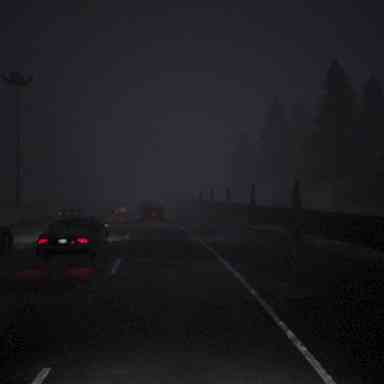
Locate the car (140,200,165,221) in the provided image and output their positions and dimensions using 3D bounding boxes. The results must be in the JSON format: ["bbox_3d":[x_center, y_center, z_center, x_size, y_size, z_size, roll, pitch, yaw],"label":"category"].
[{"bbox_3d":[-3.481,1.687,29.412,1.882,1.535,5.008,0,0,-9],"label":"car"}]

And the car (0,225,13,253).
[{"bbox_3d":[-7.829,1.583,11.277,2.128,1.511,4.902,0,0,-6],"label":"car"}]

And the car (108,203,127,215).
[{"bbox_3d":[-8.389,1.876,37.759,1.895,1.301,4.718,0,0,-9],"label":"car"}]

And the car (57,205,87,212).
[{"bbox_3d":[-10.613,1.824,29.700,1.895,1.301,4.718,0,0,-9],"label":"car"}]

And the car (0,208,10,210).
[{"bbox_3d":[-23.537,1.823,42.446,2.128,1.511,4.902,0,0,-9],"label":"car"}]

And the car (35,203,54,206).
[{"bbox_3d":[-20.694,1.860,46.752,1.837,1.490,4.892,0,0,-9],"label":"car"}]

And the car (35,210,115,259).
[{"bbox_3d":[-4.480,1.646,13.133,2.033,1.411,5.357,0,0,-8],"label":"car"}]

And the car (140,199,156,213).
[{"bbox_3d":[-5.843,1.790,43.722,1.882,1.535,5.008,0,0,-9],"label":"car"}]
